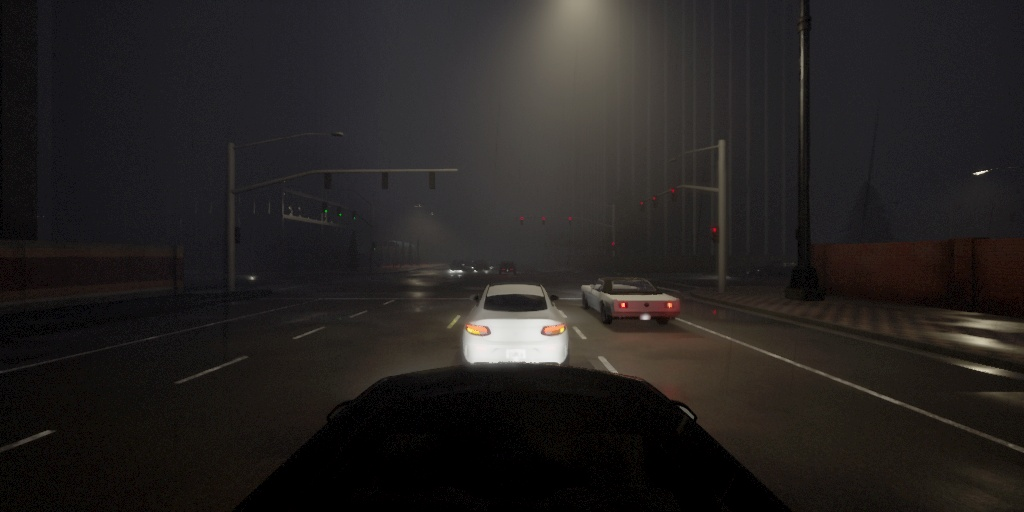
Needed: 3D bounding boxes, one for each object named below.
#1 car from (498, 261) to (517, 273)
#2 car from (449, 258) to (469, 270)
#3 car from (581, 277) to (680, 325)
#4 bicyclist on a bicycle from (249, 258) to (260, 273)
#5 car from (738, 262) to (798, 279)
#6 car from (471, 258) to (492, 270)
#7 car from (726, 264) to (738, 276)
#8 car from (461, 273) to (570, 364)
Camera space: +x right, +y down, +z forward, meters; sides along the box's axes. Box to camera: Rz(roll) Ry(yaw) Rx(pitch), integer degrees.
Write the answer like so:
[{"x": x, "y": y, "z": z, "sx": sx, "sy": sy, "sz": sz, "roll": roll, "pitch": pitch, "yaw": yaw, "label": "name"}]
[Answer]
[{"x": -0.514, "y": 1.247, "z": 40.143, "sx": 1.837, "sy": 1.490, "sz": 4.892, "roll": 0, "pitch": 0, "yaw": -1, "label": "car"}, {"x": -7.919, "y": 1.231, "z": 52.274, "sx": 2.128, "sy": 1.511, "sz": 4.902, "roll": 0, "pitch": 0, "yaw": -1, "label": "car"}, {"x": 3.565, "y": 1.349, "z": 11.800, "sx": 1.895, "sy": 1.301, "sz": 4.718, "roll": 0, "pitch": 0, "yaw": 0, "label": "car"}, {"x": -28.401, "y": 1.043, "z": 39.525, "sx": 0.582, "sy": 1.620, "sz": 1.656, "roll": 0, "pitch": 0, "yaw": -1, "label": "bicyclist on a bicycle"}, {"x": 23.325, "y": 1.235, "z": 31.723, "sx": 4.902, "sy": 1.511, "sz": 2.128, "roll": 0, "pitch": 0, "yaw": 0, "label": "car"}, {"x": -4.417, "y": 1.217, "z": 52.191, "sx": 1.882, "sy": 1.535, "sz": 5.008, "roll": 0, "pitch": 0, "yaw": -1, "label": "car"}, {"x": 23.035, "y": 1.307, "z": 35.221, "sx": 4.181, "sy": 1.385, "sz": 1.994, "roll": 0, "pitch": 0, "yaw": 0, "label": "car"}, {"x": 0.060, "y": 1.275, "z": 7.583, "sx": 1.812, "sy": 1.442, "sz": 4.674, "roll": 0, "pitch": 0, "yaw": 0, "label": "car"}]
